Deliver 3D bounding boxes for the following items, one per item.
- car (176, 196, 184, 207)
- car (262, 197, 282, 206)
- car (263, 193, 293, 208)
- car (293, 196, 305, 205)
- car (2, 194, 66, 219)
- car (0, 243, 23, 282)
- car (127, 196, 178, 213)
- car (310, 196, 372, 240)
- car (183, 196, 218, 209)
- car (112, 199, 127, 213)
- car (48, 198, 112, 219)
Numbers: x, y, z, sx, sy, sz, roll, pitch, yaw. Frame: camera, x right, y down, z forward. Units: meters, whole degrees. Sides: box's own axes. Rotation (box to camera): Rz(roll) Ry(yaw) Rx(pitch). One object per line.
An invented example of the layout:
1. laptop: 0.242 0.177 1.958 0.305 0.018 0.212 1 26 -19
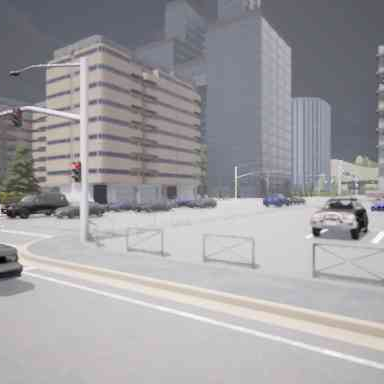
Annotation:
1. car: -2.138 1.326 46.245 2.097 1.767 4.553 0 0 35
2. car: 13.792 1.538 57.027 1.994 1.385 4.181 0 0 34
3. car: 12.377 1.199 48.688 2.150 2.045 5.566 0 0 35
4. car: 17.899 1.480 56.854 1.837 1.490 4.892 0 0 34
5. car: -13.578 1.201 29.376 2.150 2.045 5.566 0 0 34
6. car: -6.428 1.540 8.388 5.357 1.411 2.033 0 0 35
7. car: -4.277 1.526 36.881 2.033 1.411 5.357 0 0 34
8. car: 7.287 1.147 16.227 1.932 1.855 4.605 0 0 34
9. car: 1.543 1.523 45.478 2.033 1.411 5.357 0 0 34
10. car: -7.841 1.524 37.867 2.033 1.411 5.357 0 0 34
11. car: -9.632 1.506 28.926 1.812 1.442 4.674 0 0 34
